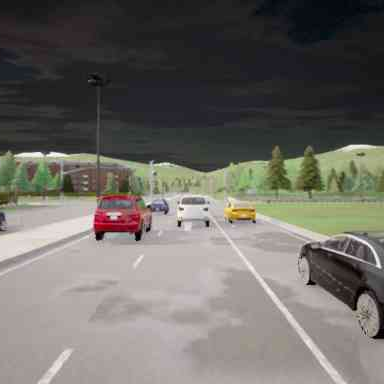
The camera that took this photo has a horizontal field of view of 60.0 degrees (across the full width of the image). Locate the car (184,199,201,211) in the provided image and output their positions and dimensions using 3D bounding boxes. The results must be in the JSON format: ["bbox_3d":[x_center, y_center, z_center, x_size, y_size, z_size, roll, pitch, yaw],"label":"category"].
[{"bbox_3d":[0.095,1.574,40.830,1.994,1.385,4.181,0,0,0],"label":"car"}]

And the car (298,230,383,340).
[{"bbox_3d":[3.602,1.493,6.510,2.128,1.511,4.902,0,0,0],"label":"car"}]

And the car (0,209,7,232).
[{"bbox_3d":[-11.525,1.356,16.929,2.097,1.767,4.553,0,0,0],"label":"car"}]

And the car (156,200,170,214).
[{"bbox_3d":[-3.406,1.534,35.127,1.812,1.442,4.674,0,0,0],"label":"car"}]

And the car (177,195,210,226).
[{"bbox_3d":[0.105,1.229,23.570,2.150,2.045,5.566,0,0,0],"label":"car"}]

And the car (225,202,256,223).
[{"bbox_3d":[3.605,1.483,25.521,1.882,1.535,5.008,0,0,0],"label":"car"}]

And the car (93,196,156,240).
[{"bbox_3d":[-3.396,1.223,17.130,2.150,2.045,5.566,0,0,0],"label":"car"}]
